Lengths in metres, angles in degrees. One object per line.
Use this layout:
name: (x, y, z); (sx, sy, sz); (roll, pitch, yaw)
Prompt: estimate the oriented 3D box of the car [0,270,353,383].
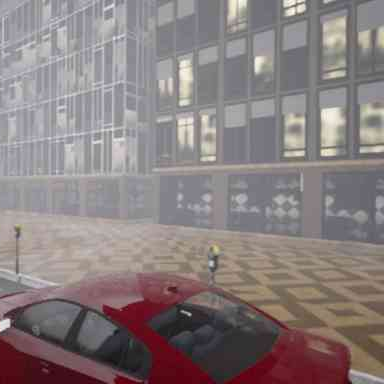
car: (-0.784, 1.528, 3.430); (4.507, 1.381, 1.887); (0, 1, 35)
